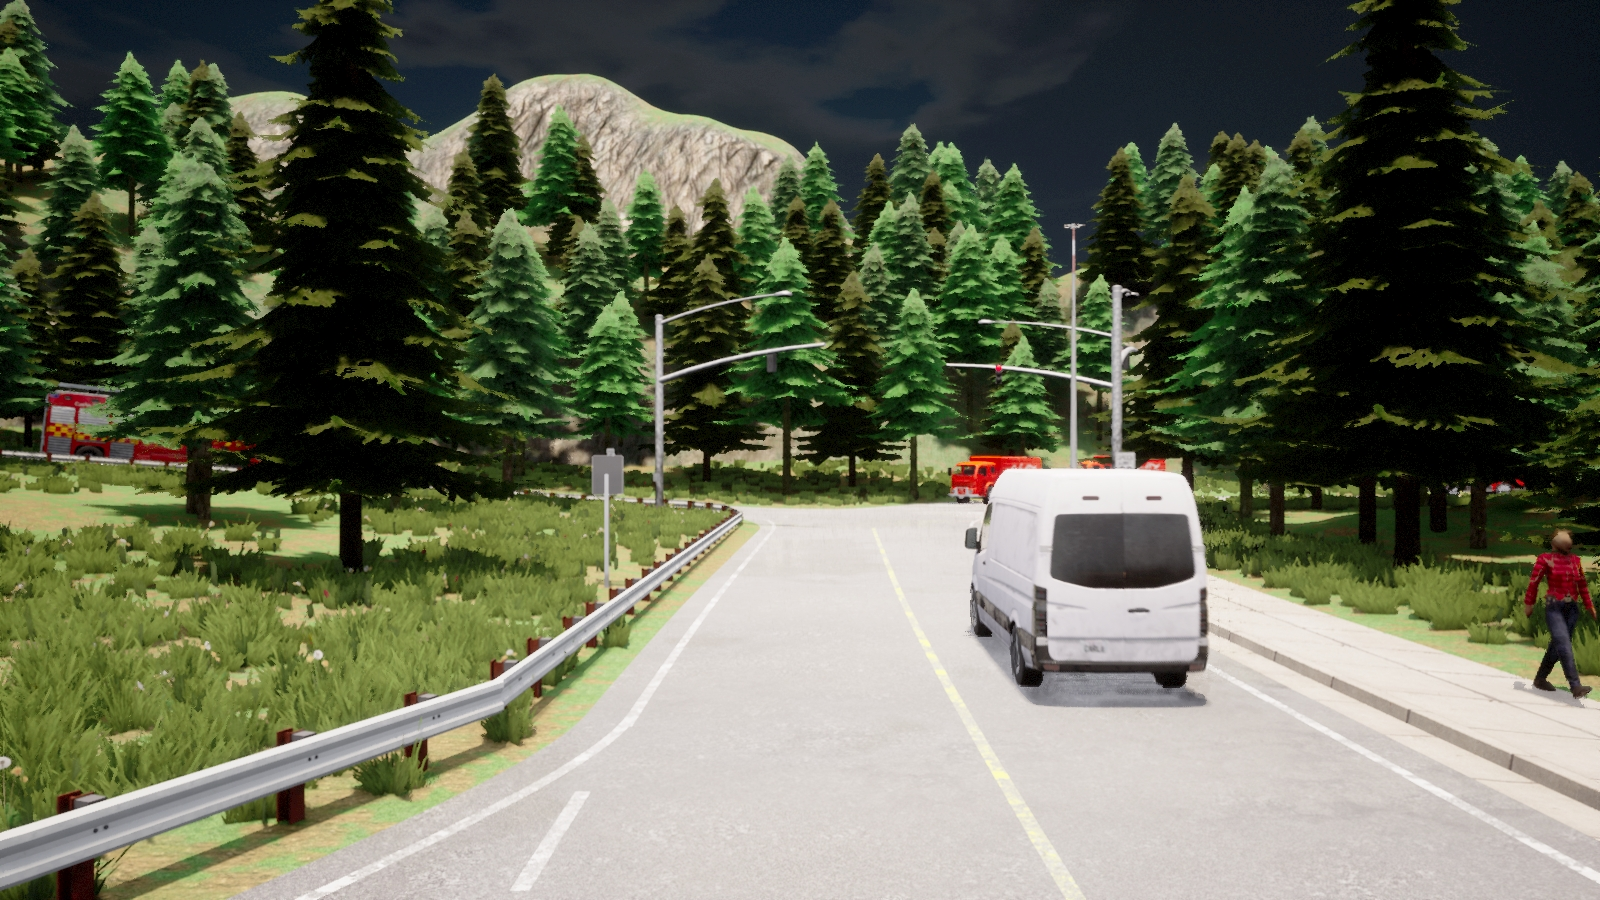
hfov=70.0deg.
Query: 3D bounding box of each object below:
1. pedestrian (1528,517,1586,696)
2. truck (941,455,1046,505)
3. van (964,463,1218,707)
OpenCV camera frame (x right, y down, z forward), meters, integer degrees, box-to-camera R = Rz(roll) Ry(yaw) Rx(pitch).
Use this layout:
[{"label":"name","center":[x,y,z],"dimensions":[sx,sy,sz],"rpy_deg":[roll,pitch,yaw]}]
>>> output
[{"label":"pedestrian","center":[8.103,1.663,12.239],"dimensions":[0.375,1.860,0.375],"rpy_deg":[0,0,4]},{"label":"truck","center":[10.019,1.522,58.956],"dimensions":[5.204,2.467,2.627],"rpy_deg":[1,-1,-42]},{"label":"van","center":[3.576,1.500,15.339],"dimensions":[1.988,2.561,5.915],"rpy_deg":[0,0,1]}]
